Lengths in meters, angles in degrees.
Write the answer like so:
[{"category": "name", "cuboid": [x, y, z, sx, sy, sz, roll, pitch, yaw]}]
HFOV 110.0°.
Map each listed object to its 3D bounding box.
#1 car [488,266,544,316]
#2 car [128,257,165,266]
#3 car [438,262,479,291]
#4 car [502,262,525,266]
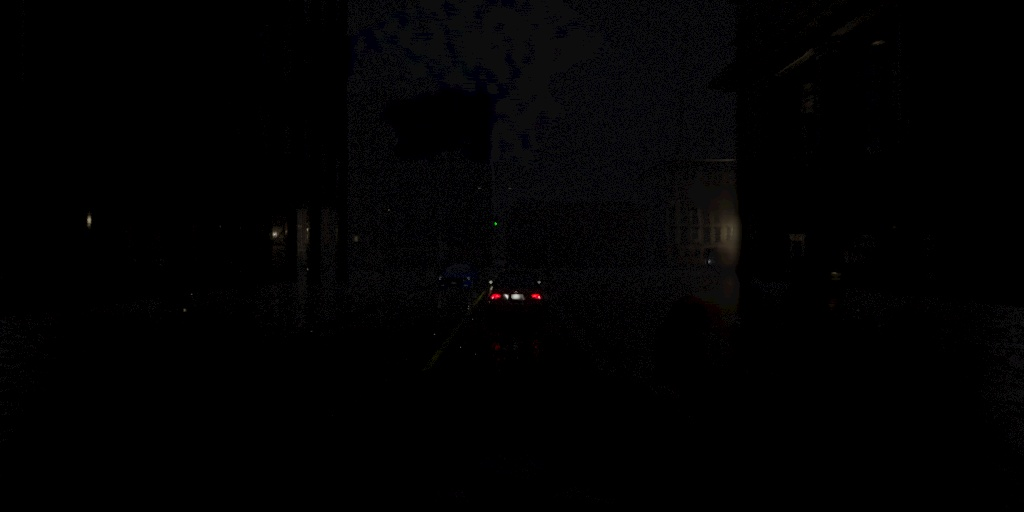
[{"category": "car", "cuboid": [0.111, 1.248, 13.144, 2.033, 1.411, 5.357, 0, 0, 0]}, {"category": "car", "cuboid": [-45.147, 0.990, 45.592, 4.553, 1.767, 2.097, 0, 0, 1]}, {"category": "car", "cuboid": [-3.078, 1.150, 21.427, 1.882, 1.535, 5.008, 0, 0, 0]}, {"category": "car", "cuboid": [0.120, 1.211, 30.315, 1.994, 1.385, 4.181, 0, 0, 0]}]
